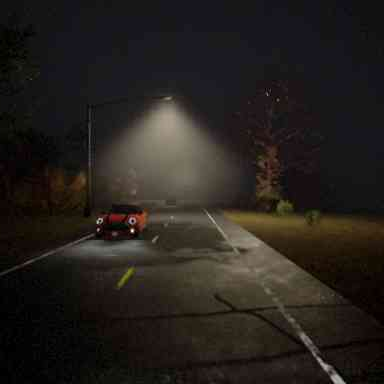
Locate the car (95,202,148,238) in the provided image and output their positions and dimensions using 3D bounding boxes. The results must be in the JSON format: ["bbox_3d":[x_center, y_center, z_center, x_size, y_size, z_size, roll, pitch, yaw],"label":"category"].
[{"bbox_3d":[-3.631,1.390,17.822,2.097,1.767,4.553,0,0,0],"label":"car"}]

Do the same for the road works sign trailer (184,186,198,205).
[{"bbox_3d":[-0.110,0.603,61.969,2.380,3.560,2.880,0,0,0],"label":"road works sign trailer"}]

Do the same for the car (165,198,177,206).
[{"bbox_3d":[-3.653,1.677,58.293,2.033,1.411,5.357,0,0,1],"label":"car"}]
